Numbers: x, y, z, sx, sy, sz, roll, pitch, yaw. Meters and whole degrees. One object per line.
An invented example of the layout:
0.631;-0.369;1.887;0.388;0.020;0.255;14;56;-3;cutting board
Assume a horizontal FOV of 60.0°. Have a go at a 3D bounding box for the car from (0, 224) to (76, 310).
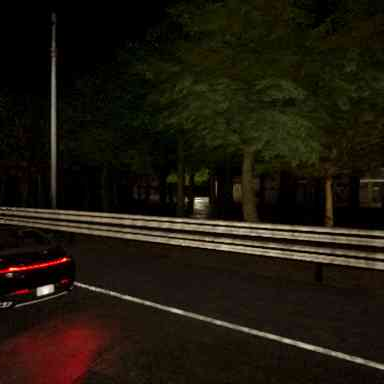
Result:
-4.535;1.465;7.234;4.892;1.490;1.837;0;0;36;car
